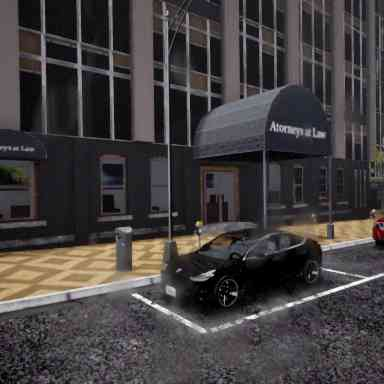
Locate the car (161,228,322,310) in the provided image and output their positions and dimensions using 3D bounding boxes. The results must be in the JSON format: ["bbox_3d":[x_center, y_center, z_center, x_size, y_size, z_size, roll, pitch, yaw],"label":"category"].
[{"bbox_3d":[1.329,1.564,7.812,4.313,1.339,1.947,0,-1,-37],"label":"car"}]

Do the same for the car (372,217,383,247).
[{"bbox_3d":[9.605,1.310,14.014,5.009,1.841,2.192,0,-1,-37],"label":"car"}]
